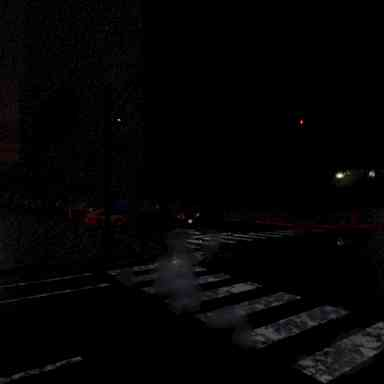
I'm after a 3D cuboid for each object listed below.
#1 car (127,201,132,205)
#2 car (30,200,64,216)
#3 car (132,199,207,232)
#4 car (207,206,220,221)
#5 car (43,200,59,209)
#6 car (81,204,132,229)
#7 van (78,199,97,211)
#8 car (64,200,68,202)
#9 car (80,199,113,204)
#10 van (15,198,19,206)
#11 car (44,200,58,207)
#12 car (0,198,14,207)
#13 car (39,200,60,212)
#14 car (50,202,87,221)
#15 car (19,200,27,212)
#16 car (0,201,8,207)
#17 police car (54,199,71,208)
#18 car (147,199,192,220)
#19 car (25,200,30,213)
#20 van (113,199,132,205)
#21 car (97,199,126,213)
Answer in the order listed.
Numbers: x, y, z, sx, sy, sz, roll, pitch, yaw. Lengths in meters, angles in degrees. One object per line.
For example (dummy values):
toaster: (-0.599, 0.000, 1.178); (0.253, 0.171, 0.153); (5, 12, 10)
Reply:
car: (-5.318, 2.005, 37.730); (1.802, 1.307, 4.206); (-1, 0, -35)
car: (-17.717, 1.901, 40.436); (2.192, 1.841, 5.009); (-1, 0, -35)
car: (-1.707, 1.472, 22.528); (2.150, 2.045, 5.566); (0, -1, -36)
car: (0.561, 1.830, 29.427); (1.887, 1.381, 4.507); (-1, 0, -35)
car: (-26.892, 2.388, 63.511); (1.837, 1.490, 4.892); (0, -1, -35)
car: (-6.301, 1.844, 24.361); (1.752, 1.417, 4.829); (-1, 0, -35)
van: (-17.084, 2.039, 54.336); (1.690, 1.788, 3.998); (-1, 0, -35)
car: (-21.140, 2.316, 55.399); (1.994, 1.385, 4.181); (0, -1, -35)
car: (-10.332, 1.806, 34.663); (2.097, 1.767, 4.553); (0, -1, -35)
van: (-26.201, 2.124, 52.387); (1.690, 1.788, 3.998); (-1, 0, -35)
car: (-31.736, 2.596, 74.919); (1.947, 1.339, 4.313); (-1, 0, -35)
car: (-41.295, 2.668, 73.656); (1.887, 1.381, 4.507); (-1, 0, -35)
car: (-22.158, 2.083, 51.487); (2.097, 1.767, 4.553); (0, -1, -35)
car: (-12.055, 2.005, 32.467); (2.008, 1.369, 4.403); (-1, 0, -35)
car: (-23.370, 2.158, 48.403); (1.967, 1.590, 4.097); (-1, 0, -35)
car: (-44.407, 2.772, 78.040); (1.802, 1.307, 4.206); (-1, 0, -35)
police car: (-25.465, 2.308, 65.416); (1.930, 1.638, 5.238); (0, -1, -35)
car: (-2.384, 1.669, 33.579); (2.192, 1.841, 5.009); (-1, 0, -35)
car: (-20.540, 2.197, 44.420); (1.887, 1.381, 4.507); (-1, 0, -35)
van: (-8.264, 1.834, 41.882); (1.690, 1.788, 3.998); (-1, 0, -35)
car: (-11.204, 1.876, 46.033); (2.192, 1.841, 5.009); (-1, 0, -35)
